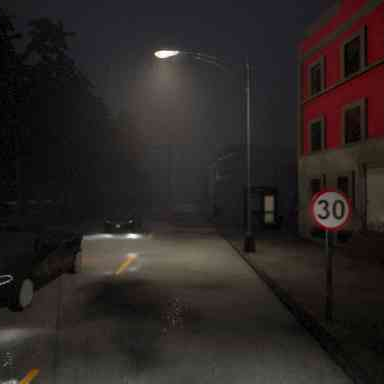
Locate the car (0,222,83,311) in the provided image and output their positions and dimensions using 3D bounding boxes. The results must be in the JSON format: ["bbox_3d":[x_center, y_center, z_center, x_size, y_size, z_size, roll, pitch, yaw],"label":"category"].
[{"bbox_3d":[-4.222,1.579,8.169,1.882,1.535,5.008,0,-1,-1],"label":"car"}]

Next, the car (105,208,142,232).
[{"bbox_3d":[-4.454,1.794,22.200,1.812,1.442,4.674,0,-1,-1],"label":"car"}]
